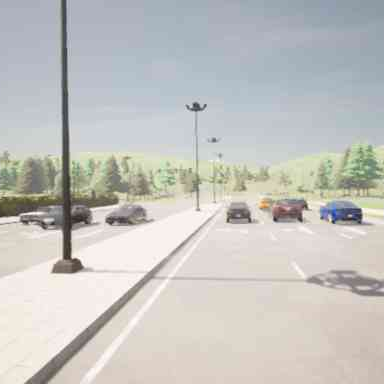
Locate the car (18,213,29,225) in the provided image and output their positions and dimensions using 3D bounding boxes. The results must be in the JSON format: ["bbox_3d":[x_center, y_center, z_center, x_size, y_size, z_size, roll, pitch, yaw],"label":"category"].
[{"bbox_3d":[-11.621,1.831,26.604,1.895,1.301,4.718,-1,0,8],"label":"car"}]

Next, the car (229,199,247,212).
[{"bbox_3d":[5.513,1.564,39.916,1.895,1.301,4.718,-1,0,8],"label":"car"}]

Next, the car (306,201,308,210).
[{"bbox_3d":[12.556,1.337,39.803,2.128,1.511,4.902,-1,0,8],"label":"car"}]

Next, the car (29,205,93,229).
[{"bbox_3d":[-8.585,1.666,23.032,2.128,1.511,4.902,-1,0,8],"label":"car"}]

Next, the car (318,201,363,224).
[{"bbox_3d":[10.352,1.338,23.511,1.882,1.535,5.008,-1,0,8],"label":"car"}]

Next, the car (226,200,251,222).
[{"bbox_3d":[3.590,1.501,25.664,1.812,1.442,4.674,-1,0,8],"label":"car"}]

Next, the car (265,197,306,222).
[{"bbox_3d":[7.141,1.268,25.824,2.097,1.767,4.553,-1,0,8],"label":"car"}]

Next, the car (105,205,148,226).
[{"bbox_3d":[-4.764,1.661,25.099,2.033,1.411,5.357,-1,0,8],"label":"car"}]

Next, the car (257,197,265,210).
[{"bbox_3d":[9.241,1.381,41.429,1.882,1.535,5.008,-1,0,8],"label":"car"}]
